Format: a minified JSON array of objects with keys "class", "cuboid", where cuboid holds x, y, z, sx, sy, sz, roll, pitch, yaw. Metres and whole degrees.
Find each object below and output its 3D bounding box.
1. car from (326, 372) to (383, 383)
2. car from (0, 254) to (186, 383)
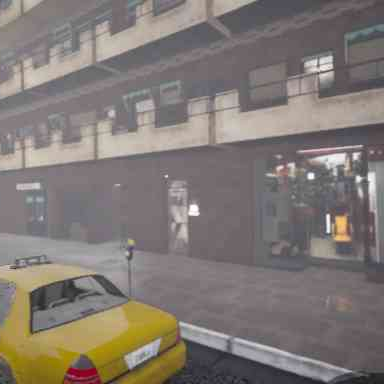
[{"class":"car","cuboid":[2.414,1.560,1.170,4.313,1.339,1.947,0,-1,36]},{"class":"car","cuboid":[-2.353,1.547,4.570,4.829,1.417,1.752,0,-1,36]}]
